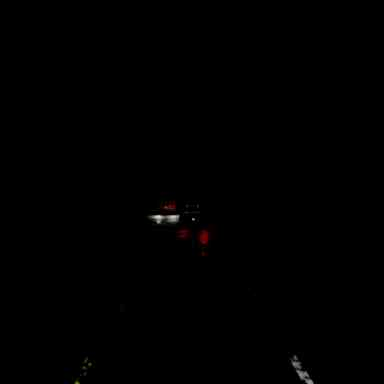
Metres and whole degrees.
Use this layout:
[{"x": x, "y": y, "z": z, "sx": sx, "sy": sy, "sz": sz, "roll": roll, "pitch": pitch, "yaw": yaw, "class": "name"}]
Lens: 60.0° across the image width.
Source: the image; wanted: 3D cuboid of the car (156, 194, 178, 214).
[{"x": -2.762, "y": 1.297, "z": 37.673, "sx": 2.150, "sy": 2.045, "sz": 5.566, "roll": 0, "pitch": 0, "yaw": 0, "class": "car"}]

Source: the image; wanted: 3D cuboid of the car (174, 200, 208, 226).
[{"x": 0.093, "y": 1.545, "z": 23.742, "sx": 2.128, "sy": 1.511, "sz": 4.902, "roll": 0, "pitch": 0, "yaw": 0, "class": "car"}]

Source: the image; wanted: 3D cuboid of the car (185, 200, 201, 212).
[{"x": 0.087, "y": 1.708, "z": 41.434, "sx": 1.895, "sy": 1.301, "sz": 4.718, "roll": 0, "pitch": 0, "yaw": 0, "class": "car"}]
